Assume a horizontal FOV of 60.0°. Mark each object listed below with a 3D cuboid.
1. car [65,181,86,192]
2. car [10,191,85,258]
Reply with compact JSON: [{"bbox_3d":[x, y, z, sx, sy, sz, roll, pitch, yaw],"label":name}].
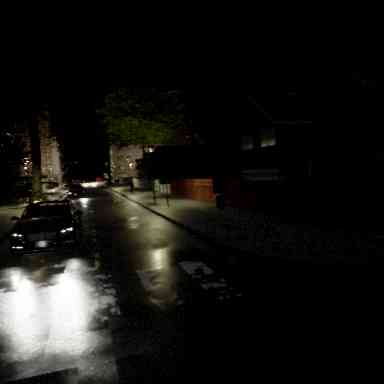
[{"bbox_3d":[-12.617,-0.083,36.204,1.837,1.490,4.892,-5,4,-17],"label":"car"},{"bbox_3d":[-4.789,1.028,11.281,2.128,1.511,4.902,-5,4,-17],"label":"car"}]
